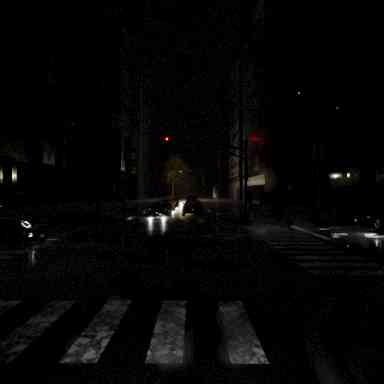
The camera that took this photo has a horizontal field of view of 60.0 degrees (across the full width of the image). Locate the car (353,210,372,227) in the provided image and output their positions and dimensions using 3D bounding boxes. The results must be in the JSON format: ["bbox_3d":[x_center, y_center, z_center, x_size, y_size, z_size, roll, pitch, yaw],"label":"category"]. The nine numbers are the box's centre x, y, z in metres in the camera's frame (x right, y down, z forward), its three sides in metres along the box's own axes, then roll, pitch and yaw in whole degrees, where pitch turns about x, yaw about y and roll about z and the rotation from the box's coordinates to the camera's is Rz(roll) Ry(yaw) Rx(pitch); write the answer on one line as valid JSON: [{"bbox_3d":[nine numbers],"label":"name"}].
[{"bbox_3d":[12.599,1.495,20.600,4.902,1.511,2.128,0,0,0],"label":"car"}]

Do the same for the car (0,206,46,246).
[{"bbox_3d":[-8.857,1.346,14.456,4.553,1.767,2.097,0,0,-6],"label":"car"}]

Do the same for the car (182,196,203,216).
[{"bbox_3d":[0.066,1.476,33.168,1.882,1.535,5.008,0,0,0],"label":"car"}]

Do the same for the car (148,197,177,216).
[{"bbox_3d":[-3.101,1.546,33.441,2.033,1.411,5.357,0,0,4],"label":"car"}]

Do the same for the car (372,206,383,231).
[{"bbox_3d":[12.163,1.573,17.351,4.181,1.385,1.994,0,0,0],"label":"car"}]

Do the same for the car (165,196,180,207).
[{"bbox_3d":[-3.078,1.490,53.407,2.128,1.511,4.902,0,0,0],"label":"car"}]

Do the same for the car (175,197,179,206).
[{"bbox_3d":[-3.116,1.476,43.245,1.882,1.535,5.008,0,0,0],"label":"car"}]
